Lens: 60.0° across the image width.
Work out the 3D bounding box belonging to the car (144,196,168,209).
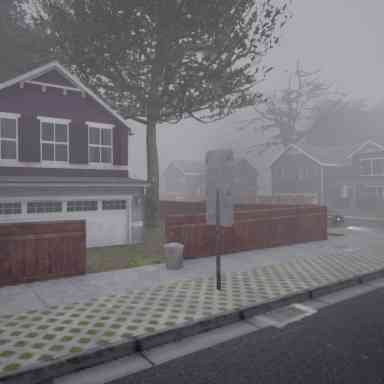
[{"bbox_3d":[-4.182,1.362,39.187,1.882,1.535,5.008,-1,1,-36],"label":"car"}]

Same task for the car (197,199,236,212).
[{"bbox_3d":[1.948,1.423,30.794,1.837,1.490,4.892,-1,1,-37],"label":"car"}]

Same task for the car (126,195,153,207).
[{"bbox_3d":[-7.834,1.307,49.061,1.882,1.535,5.008,-1,1,-36],"label":"car"}]

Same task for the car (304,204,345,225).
[{"bbox_3d":[8.024,1.523,22.493,1.994,1.385,4.181,-1,1,-36],"label":"car"}]
